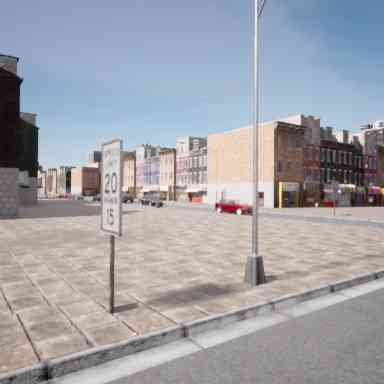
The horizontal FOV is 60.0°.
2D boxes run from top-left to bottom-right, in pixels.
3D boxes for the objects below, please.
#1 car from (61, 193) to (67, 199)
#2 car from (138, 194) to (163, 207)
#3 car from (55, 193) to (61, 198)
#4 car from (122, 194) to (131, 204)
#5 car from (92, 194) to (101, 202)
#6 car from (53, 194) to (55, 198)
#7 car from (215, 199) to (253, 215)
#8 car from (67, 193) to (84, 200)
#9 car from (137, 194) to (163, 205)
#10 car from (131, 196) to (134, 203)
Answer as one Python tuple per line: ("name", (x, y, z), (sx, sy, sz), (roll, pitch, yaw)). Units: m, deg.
("car", (-27.730, 0.925, 75.806), (1.887, 1.381, 4.507), (1, 0, -35))
("car", (-5.518, 1.230, 44.413), (1.947, 1.339, 4.313), (1, 0, -35))
("car", (-30.904, 0.893, 80.291), (1.887, 1.381, 4.507), (1, 0, -35))
("car", (-12.015, 1.047, 52.934), (1.882, 1.535, 5.008), (1, 0, -35))
("car", (-16.066, 1.041, 58.644), (1.812, 1.442, 4.674), (1, 0, -35))
("car", (-33.978, 0.844, 84.637), (1.752, 1.417, 4.829), (1, 0, -35))
("car", (4.001, 1.368, 30.960), (1.887, 1.381, 4.507), (1, 0, -35))
("car", (-24.557, 0.965, 71.321), (2.008, 1.369, 4.403), (1, 0, -35))
("car", (-6.417, 1.149, 50.329), (1.837, 1.490, 4.892), (1, 0, -35))
("car", (-11.825, 1.074, 57.884), (1.837, 1.490, 4.892), (1, 0, -35))
